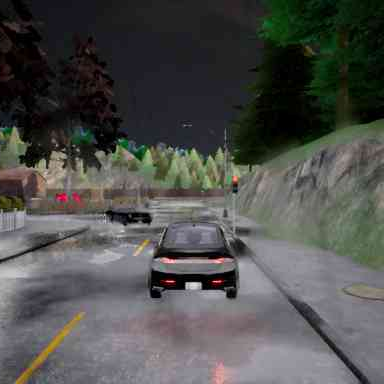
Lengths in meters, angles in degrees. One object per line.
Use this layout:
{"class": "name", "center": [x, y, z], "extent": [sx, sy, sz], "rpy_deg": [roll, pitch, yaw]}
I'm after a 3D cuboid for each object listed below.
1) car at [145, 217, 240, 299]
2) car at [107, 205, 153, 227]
{"class": "car", "center": [0.052, 1.492, 8.464], "extent": [2.128, 1.511, 4.902], "rpy_deg": [0, 0, 1]}
{"class": "car", "center": [-4.406, 1.601, 23.319], "extent": [1.895, 1.301, 4.718], "rpy_deg": [0, 0, -31]}
